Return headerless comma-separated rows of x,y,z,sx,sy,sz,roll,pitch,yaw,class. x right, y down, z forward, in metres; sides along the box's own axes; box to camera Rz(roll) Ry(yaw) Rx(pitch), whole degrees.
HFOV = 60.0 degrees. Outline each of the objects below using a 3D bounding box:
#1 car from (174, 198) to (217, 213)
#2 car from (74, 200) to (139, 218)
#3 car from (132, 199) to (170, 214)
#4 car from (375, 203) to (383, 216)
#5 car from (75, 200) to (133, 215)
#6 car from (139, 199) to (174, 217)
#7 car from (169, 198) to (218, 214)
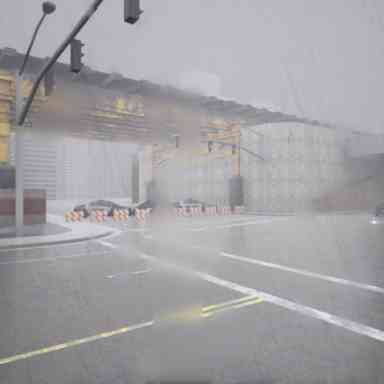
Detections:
0.091,1.294,35.267,4.536,1.218,1.853,0,0,-7,car
-7.509,1.452,28.824,4.974,1.542,2.038,0,0,8,car
-3.750,1.294,31.561,1.853,1.218,4.536,0,0,18,car
19.177,1.476,31.459,5.008,1.535,1.882,0,0,-37,car
-7.560,1.294,28.831,4.536,1.218,1.853,0,0,8,car
-3.766,1.452,31.511,2.038,1.542,4.974,0,0,18,car
0.142,1.451,35.273,4.974,1.542,2.038,0,0,-7,car
